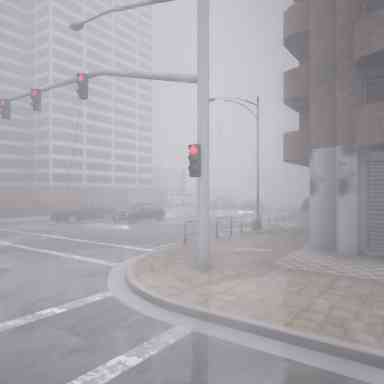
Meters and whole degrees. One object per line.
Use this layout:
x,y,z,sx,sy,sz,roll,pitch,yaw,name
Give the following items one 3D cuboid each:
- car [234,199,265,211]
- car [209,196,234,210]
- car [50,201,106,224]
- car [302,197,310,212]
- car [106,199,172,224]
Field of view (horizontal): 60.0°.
7.389,1.564,41.151,1.994,1.385,4.181,0,0,36,car
3.870,1.351,42.251,2.097,1.767,4.553,0,0,36,car
-8.225,1.478,25.249,1.882,1.535,5.008,0,1,35,car
14.413,1.352,38.755,2.097,1.767,4.553,0,0,35,car
-3.922,1.526,25.241,1.812,1.442,4.674,0,0,35,car
